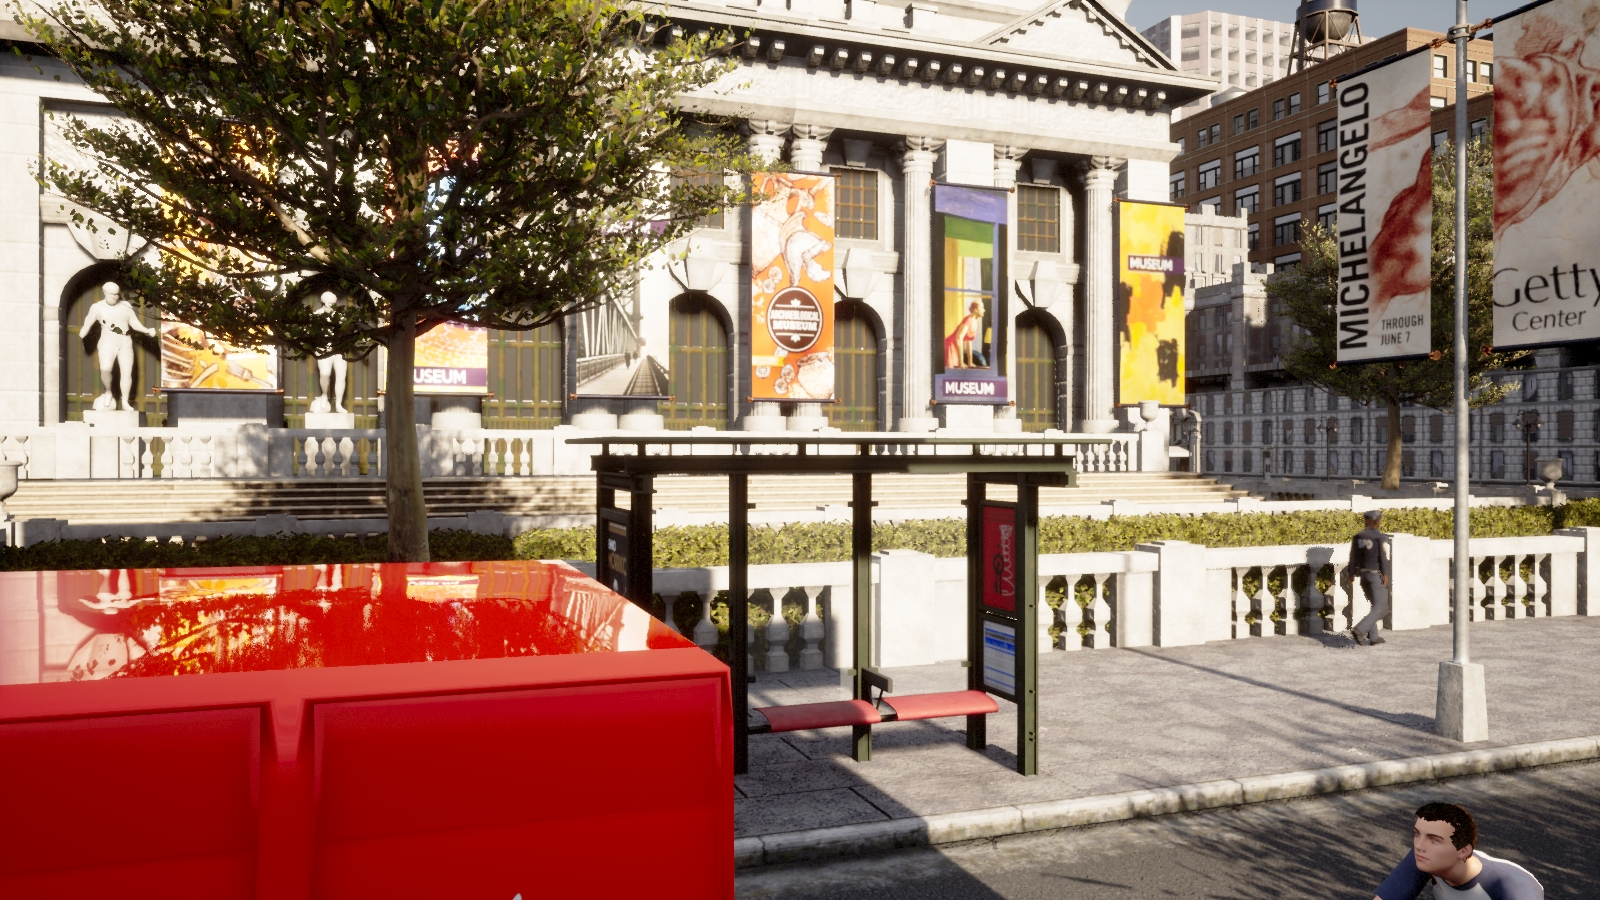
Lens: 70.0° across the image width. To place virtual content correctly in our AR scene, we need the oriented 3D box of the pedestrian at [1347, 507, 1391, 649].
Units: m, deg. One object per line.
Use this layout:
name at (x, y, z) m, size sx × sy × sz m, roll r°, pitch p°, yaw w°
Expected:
pedestrian at (7.632, 1.701, 15.339) m, size 0.375 × 1.860 × 0.375 m, roll 0°, pitch 0°, yaw -24°

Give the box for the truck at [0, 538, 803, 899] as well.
truck at (-2.888, 1.568, 2.235) m, size 5.204 × 2.467 × 2.627 m, roll 0°, pitch 0°, yaw -20°
